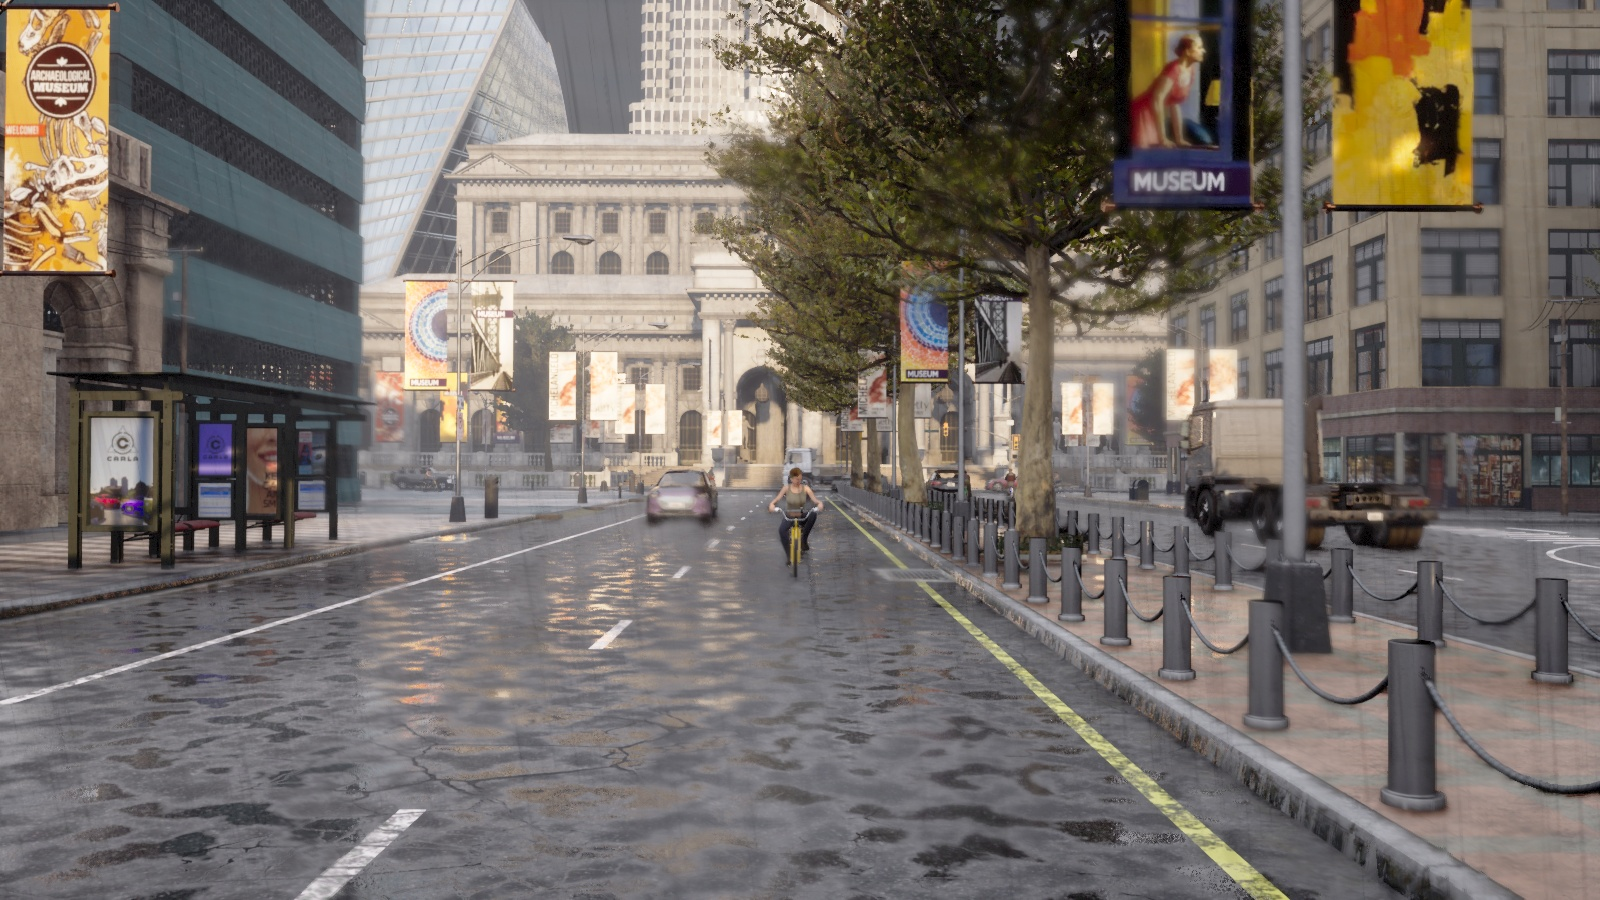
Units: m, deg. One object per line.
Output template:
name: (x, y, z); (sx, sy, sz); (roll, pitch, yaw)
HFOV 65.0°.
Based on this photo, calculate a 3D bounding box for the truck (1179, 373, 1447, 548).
truck: (11.428, 0.273, 28.992); (2.891, 3.462, 7.936); (0, -1, 0)

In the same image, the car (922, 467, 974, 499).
car: (7.840, 1.751, 67.067); (2.242, 1.667, 4.611); (0, -1, 0)

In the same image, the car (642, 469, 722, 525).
car: (-3.592, 1.414, 39.087); (2.033, 1.649, 4.856); (0, -1, 0)

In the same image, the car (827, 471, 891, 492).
car: (4.296, 2.273, 91.282); (4.514, 1.525, 2.007); (1, -1, -41)

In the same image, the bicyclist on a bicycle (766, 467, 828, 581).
bicyclist on a bicycle: (-0.049, 1.062, 18.524); (0.866, 1.612, 1.509); (0, -1, 0)

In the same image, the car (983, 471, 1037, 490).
car: (16.202, 2.340, 96.985); (3.806, 1.475, 1.970); (0, -1, 0)

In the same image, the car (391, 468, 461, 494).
car: (-27.836, 2.310, 93.554); (4.605, 1.855, 1.932); (0, -1, 0)
